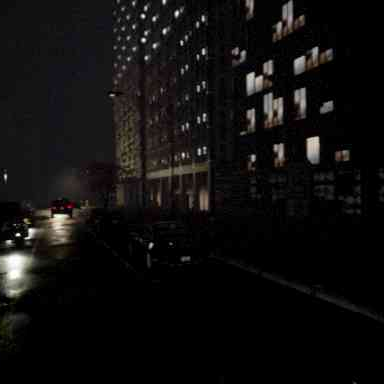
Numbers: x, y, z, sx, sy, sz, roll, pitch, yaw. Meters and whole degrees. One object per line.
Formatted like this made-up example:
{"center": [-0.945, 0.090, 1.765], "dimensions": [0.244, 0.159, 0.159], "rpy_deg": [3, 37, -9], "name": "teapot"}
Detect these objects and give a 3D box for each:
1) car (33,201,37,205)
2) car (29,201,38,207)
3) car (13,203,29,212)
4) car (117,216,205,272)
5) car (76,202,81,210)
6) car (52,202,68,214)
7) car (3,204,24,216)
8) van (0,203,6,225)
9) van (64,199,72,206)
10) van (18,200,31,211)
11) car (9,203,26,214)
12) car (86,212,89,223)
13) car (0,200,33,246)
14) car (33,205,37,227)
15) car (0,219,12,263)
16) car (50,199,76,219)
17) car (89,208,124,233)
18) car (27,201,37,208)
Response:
{"center": [-34.553, 2.802, 70.458], "dimensions": [1.887, 1.381, 4.507], "rpy_deg": [-2, 0, -22], "name": "car"}
{"center": [-41.000, 3.080, 86.051], "dimensions": [2.008, 1.369, 4.403], "rpy_deg": [-2, 0, -22], "name": "car"}
{"center": [-28.106, 2.536, 54.866], "dimensions": [1.887, 1.381, 4.507], "rpy_deg": [-2, 0, -22], "name": "car"}
{"center": [-1.021, 1.658, 11.289], "dimensions": [2.008, 1.369, 4.403], "rpy_deg": [-2, 0, -22], "name": "car"}
{"center": [-20.362, 2.445, 58.069], "dimensions": [1.802, 1.307, 4.206], "rpy_deg": [-2, 0, -22], "name": "car"}
{"center": [-18.403, 2.202, 46.318], "dimensions": [1.882, 1.535, 5.008], "rpy_deg": [-1, 0, -22], "name": "car"}
{"center": [-23.808, 2.368, 44.470], "dimensions": [2.008, 1.369, 4.403], "rpy_deg": [-2, 0, -22], "name": "car"}
{"center": [-17.368, 1.904, 28.878], "dimensions": [1.690, 1.788, 3.998], "rpy_deg": [-2, 0, -22], "name": "van"}
{"center": [-33.266, 2.742, 89.255], "dimensions": [1.690, 1.788, 3.998], "rpy_deg": [-2, 0, -22], "name": "van"}
{"center": [-30.262, 2.421, 60.063], "dimensions": [1.690, 1.788, 3.998], "rpy_deg": [-2, 0, -22], "name": "van"}
{"center": [-25.893, 2.427, 49.511], "dimensions": [1.752, 1.417, 4.829], "rpy_deg": [-2, 0, -22], "name": "car"}
{"center": [-7.468, 1.917, 26.883], "dimensions": [1.947, 1.339, 4.313], "rpy_deg": [-2, 0, -22], "name": "car"}
{"center": [-9.620, 1.540, 16.948], "dimensions": [2.150, 2.045, 5.566], "rpy_deg": [-1, 0, -23], "name": "car"}
{"center": [-13.443, 2.028, 26.238], "dimensions": [1.994, 1.385, 4.181], "rpy_deg": [-1, 0, -23], "name": "car"}
{"center": [-5.871, 1.669, 7.897], "dimensions": [2.128, 1.511, 4.902], "rpy_deg": [-1, 0, -22], "name": "car"}
{"center": [-14.364, 1.786, 36.669], "dimensions": [2.150, 2.045, 5.566], "rpy_deg": [-1, 0, -22], "name": "car"}
{"center": [-5.319, 1.835, 21.685], "dimensions": [1.947, 1.339, 4.313], "rpy_deg": [-2, 0, -22], "name": "car"}
{"center": [-38.851, 2.989, 80.854], "dimensions": [2.008, 1.369, 4.403], "rpy_deg": [-2, 0, -22], "name": "car"}
